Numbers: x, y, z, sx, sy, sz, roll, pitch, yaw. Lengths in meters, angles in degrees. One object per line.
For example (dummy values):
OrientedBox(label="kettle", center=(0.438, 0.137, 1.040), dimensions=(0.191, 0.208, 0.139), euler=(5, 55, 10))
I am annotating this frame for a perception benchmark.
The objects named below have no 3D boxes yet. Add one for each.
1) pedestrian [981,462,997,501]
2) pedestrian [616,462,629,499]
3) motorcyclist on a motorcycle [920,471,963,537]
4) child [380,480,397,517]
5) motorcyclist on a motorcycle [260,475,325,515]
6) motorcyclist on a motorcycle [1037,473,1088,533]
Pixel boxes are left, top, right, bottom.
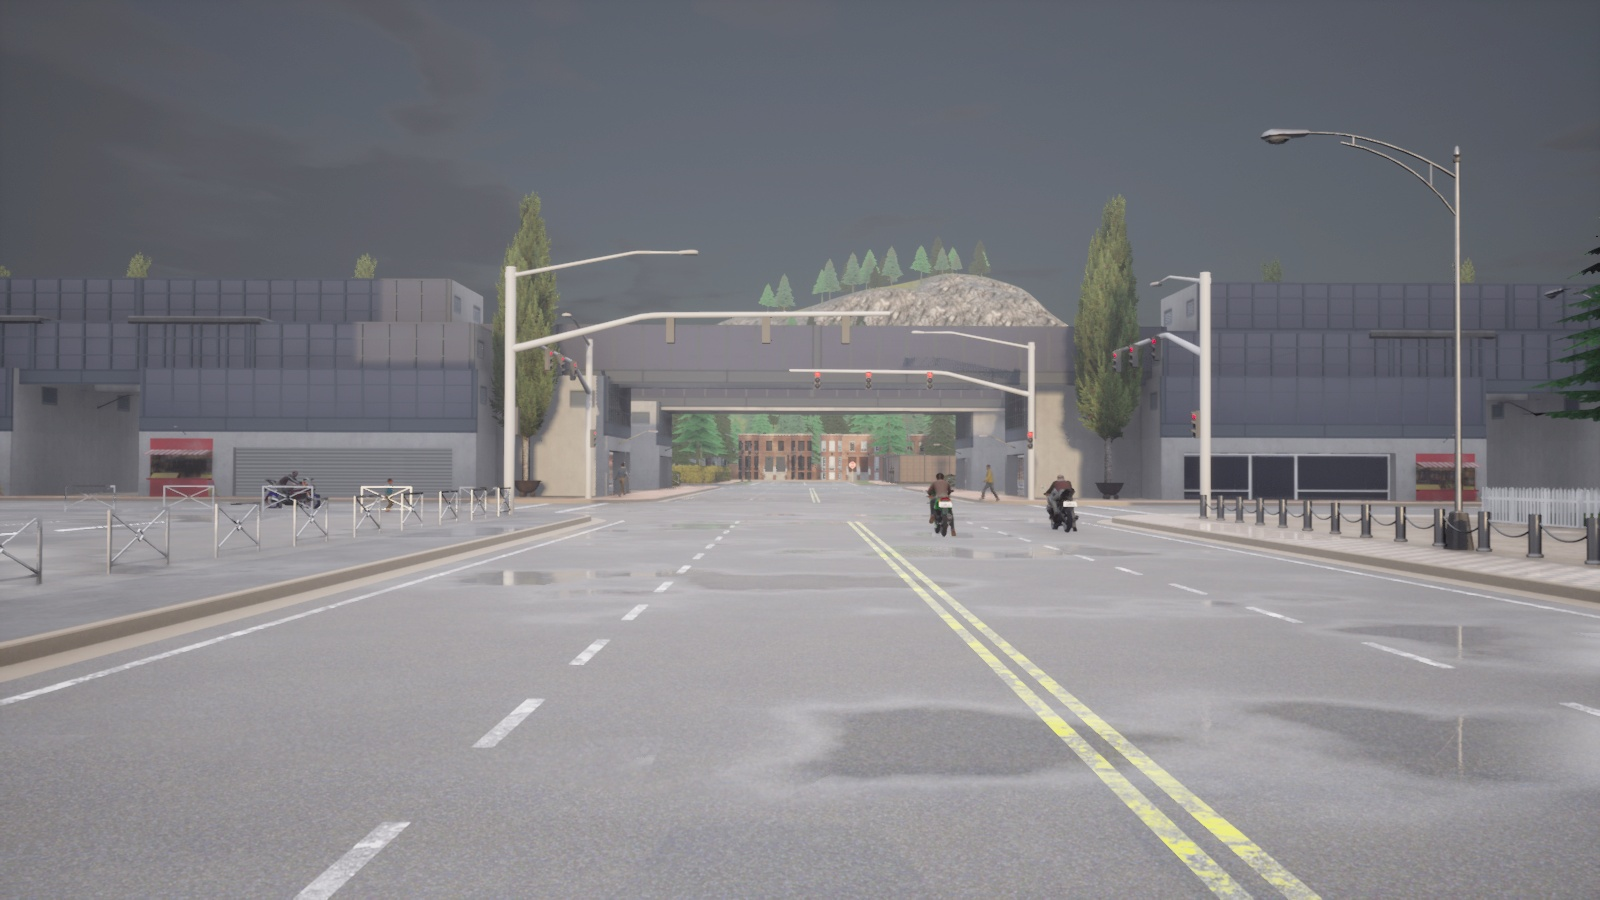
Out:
OrientedBox(label="pedestrian", center=(9.098, 1.508, 60.526), dimensions=(0.709, 1.840, 0.431), euler=(0, -1, 0))
OrientedBox(label="pedestrian", center=(-9.242, 1.581, 65.517), dimensions=(0.423, 1.949, 0.788), euler=(0, -1, 13))
OrientedBox(label="motorcyclist on a motorcycle", center=(3.402, 1.279, 30.314), dimensions=(0.797, 1.523, 2.044), euler=(0, -1, 0))
OrientedBox(label="child", center=(-13.416, 1.576, 40.939), dimensions=(0.448, 1.192, 0.343), euler=(0, -1, -2))
OrientedBox(label="motorcyclist on a motorcycle", center=(-19.646, 1.723, 48.656), dimensions=(2.191, 1.530, 0.866), euler=(0, -1, 1))
OrientedBox(label="motorcyclist on a motorcycle", center=(6.894, 1.362, 33.081), dimensions=(0.866, 1.530, 2.191), euler=(0, -1, 0))
